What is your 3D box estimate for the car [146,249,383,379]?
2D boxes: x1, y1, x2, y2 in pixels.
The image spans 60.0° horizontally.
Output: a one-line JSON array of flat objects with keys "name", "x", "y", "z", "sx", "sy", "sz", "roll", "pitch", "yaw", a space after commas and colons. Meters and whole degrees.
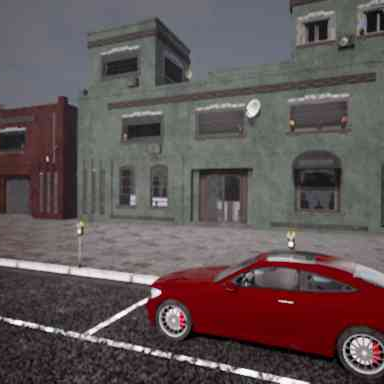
[{"name": "car", "x": 1.309, "y": 1.577, "z": 5.157, "sx": 4.206, "sy": 1.307, "sz": 1.802, "roll": 0, "pitch": 1, "yaw": 23}]
